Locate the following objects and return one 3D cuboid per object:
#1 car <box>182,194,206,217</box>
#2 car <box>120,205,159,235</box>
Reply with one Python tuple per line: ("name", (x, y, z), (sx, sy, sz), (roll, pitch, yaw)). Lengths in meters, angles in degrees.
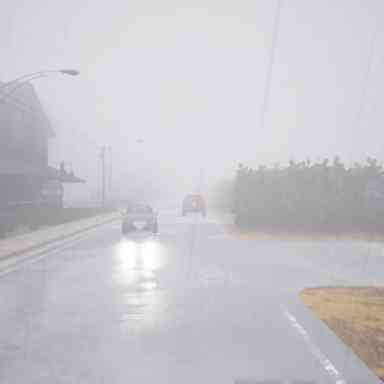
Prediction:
("car", (0.187, 1.243, 31.612), (2.150, 2.045, 5.566), (0, 0, 0))
("car", (-3.014, 1.505, 19.069), (2.128, 1.511, 4.902), (0, 0, -9))
